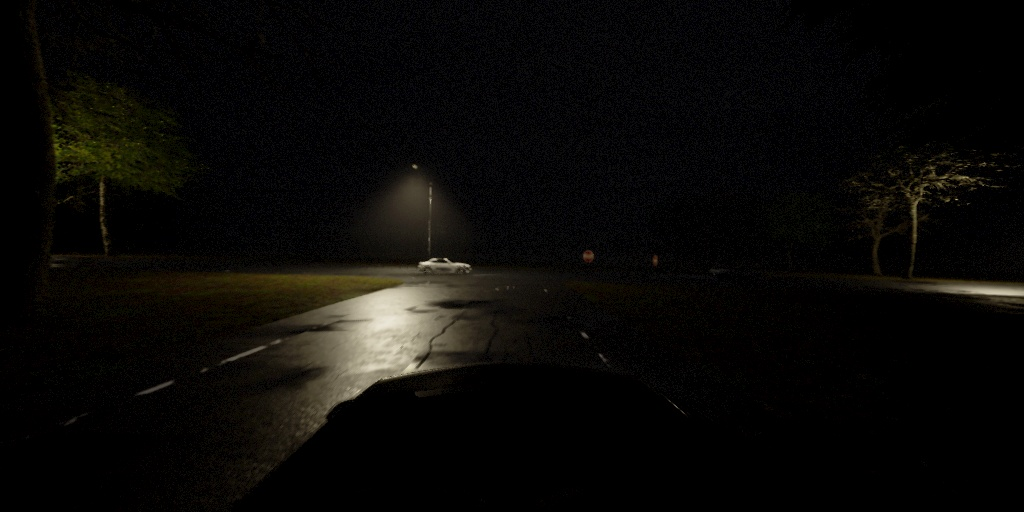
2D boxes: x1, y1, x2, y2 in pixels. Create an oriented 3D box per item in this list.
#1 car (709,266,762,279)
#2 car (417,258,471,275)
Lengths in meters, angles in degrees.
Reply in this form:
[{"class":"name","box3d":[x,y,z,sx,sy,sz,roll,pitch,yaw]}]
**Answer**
[{"class":"car","box3d":[24.081,1.725,38.798,4.718,1.301,1.895,2,2,0]},{"class":"car","box3d":[-6.010,0.912,31.940,4.674,1.442,1.812,1,1,0]}]
